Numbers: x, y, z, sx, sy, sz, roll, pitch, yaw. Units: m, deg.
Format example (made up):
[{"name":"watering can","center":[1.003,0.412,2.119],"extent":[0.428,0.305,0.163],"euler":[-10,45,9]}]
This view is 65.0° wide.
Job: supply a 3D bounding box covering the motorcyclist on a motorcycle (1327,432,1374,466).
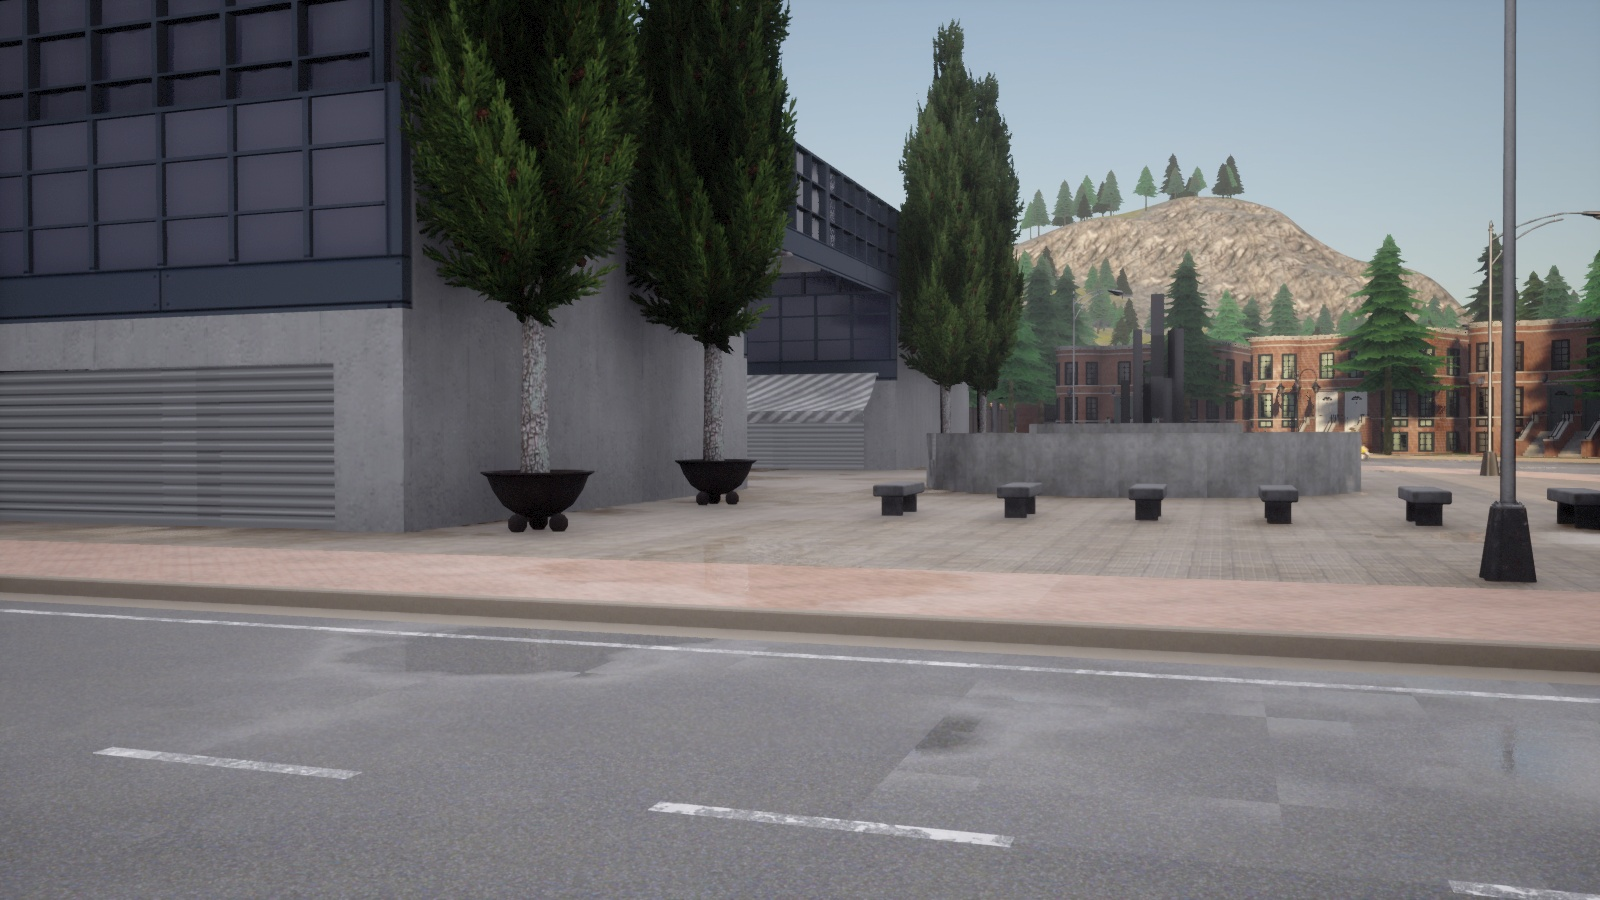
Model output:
[{"name":"motorcyclist on a motorcycle","center":[25.834,-0.067,58.974],"extent":[0.866,1.590,1.817],"euler":[-1,1,-33]}]
